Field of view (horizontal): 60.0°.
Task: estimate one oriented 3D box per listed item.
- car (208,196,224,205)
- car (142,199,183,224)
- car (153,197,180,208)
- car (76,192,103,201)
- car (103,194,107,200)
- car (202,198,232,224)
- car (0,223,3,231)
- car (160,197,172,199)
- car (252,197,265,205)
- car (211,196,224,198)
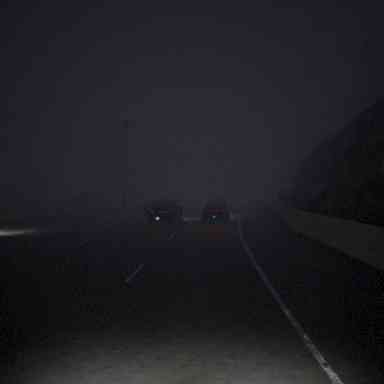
[{"bbox_3d":[4.573,1.564,62.683,1.812,1.442,4.674,0,0,22],"label":"car"},{"bbox_3d":[-1.896,1.481,24.449,1.837,1.490,4.892,-1,0,9],"label":"car"},{"bbox_3d":[-3.771,1.500,49.968,2.033,1.411,5.357,1,0,19],"label":"car"},{"bbox_3d":[-15.249,1.042,46.542,2.150,2.045,5.566,1,0,15],"label":"car"},{"bbox_3d":[-18.938,1.074,69.690,1.882,1.535,5.008,1,0,20],"label":"car"},{"bbox_3d":[1.912,1.507,25.178,2.128,1.511,4.902,0,0,9],"label":"car"},{"bbox_3d":[-10.443,1.435,13.861,2.033,1.411,5.357,1,0,6],"label":"car"},{"bbox_3d":[-3.641,1.482,34.590,1.812,1.442,4.674,0,0,12],"label":"car"},{"bbox_3d":[12.828,1.690,64.030,1.994,1.385,4.181,1,0,23],"label":"car"},{"bbox_3d":[4.099,1.388,50.676,2.097,1.767,4.553,1,0,18],"label":"car"}]
